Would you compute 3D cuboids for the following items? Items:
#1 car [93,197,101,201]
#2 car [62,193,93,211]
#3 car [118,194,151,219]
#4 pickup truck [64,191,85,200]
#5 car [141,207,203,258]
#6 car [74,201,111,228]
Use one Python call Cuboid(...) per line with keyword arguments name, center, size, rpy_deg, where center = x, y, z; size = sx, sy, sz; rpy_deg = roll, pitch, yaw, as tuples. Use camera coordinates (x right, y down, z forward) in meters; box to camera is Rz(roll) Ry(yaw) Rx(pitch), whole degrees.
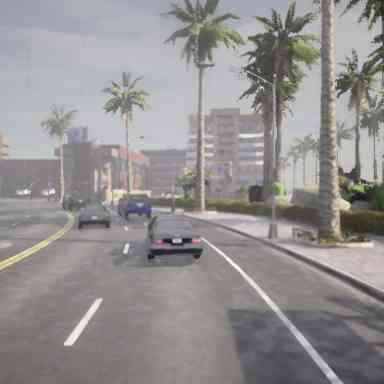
Cuboid(name="car", center=(-14.010, 1.375, 45.405), size=(2.128, 1.511, 4.902), rpy_deg=(1, 0, -37))
Cuboid(name="car", center=(-13.760, 1.110, 39.127), size=(2.150, 2.045, 5.566), rpy_deg=(1, 0, -31))
Cuboid(name="car", center=(-5.046, 1.174, 28.890), size=(2.150, 2.045, 5.566), rpy_deg=(1, 0, -20))
Cuboid(name="pickup truck", center=(-27.989, 0.863, 79.353), size=(2.390, 2.098, 6.274), rpy_deg=(0, 0, 6))
Cuboid(name="car", center=(-0.808, 1.536, 12.682), size=(2.033, 1.411, 5.357), rpy_deg=(0, 0, -8))
Cuboid(name="car", center=(-6.444, 1.510, 22.056), size=(1.994, 1.385, 4.181), rpy_deg=(0, 0, -16))
